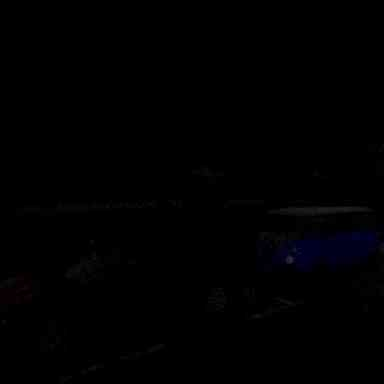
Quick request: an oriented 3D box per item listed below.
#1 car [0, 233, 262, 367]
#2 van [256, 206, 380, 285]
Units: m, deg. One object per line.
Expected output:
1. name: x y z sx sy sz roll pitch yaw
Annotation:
1. car: -1.113 1.532 5.752 4.507 1.381 1.887 0 0 -36
2. van: 3.476 1.298 9.059 3.998 1.788 1.690 0 0 -36
